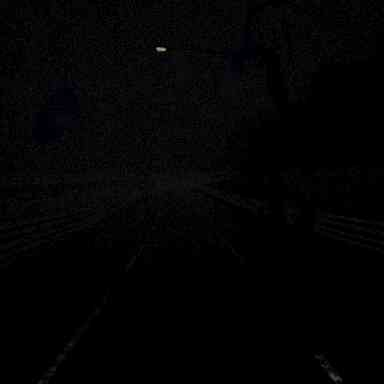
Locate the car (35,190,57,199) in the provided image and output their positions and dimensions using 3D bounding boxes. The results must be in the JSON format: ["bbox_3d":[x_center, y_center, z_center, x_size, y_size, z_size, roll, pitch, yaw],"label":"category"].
[{"bbox_3d":[-19.096,0.410,46.099,1.994,1.385,4.181,1,4,13],"label":"car"}]

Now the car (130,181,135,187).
[{"bbox_3d":[-14.061,-2.118,83.744,2.128,1.511,4.902,1,4,13],"label":"car"}]

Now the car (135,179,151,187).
[{"bbox_3d":[-11.091,-2.259,81.024,2.150,2.045,5.566,1,4,13],"label":"car"}]

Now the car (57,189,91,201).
[{"bbox_3d":[-15.683,0.355,45.323,1.882,1.535,5.008,1,4,13],"label":"car"}]

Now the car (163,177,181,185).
[{"bbox_3d":[-5.455,-2.557,89.964,2.033,1.411,5.357,1,4,13],"label":"car"}]

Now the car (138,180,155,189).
[{"bbox_3d":[-9.471,-1.383,72.434,1.994,1.385,4.181,1,4,13],"label":"car"}]

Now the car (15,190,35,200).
[{"bbox_3d":[-22.501,0.413,46.910,1.895,1.301,4.718,1,4,13],"label":"car"}]
